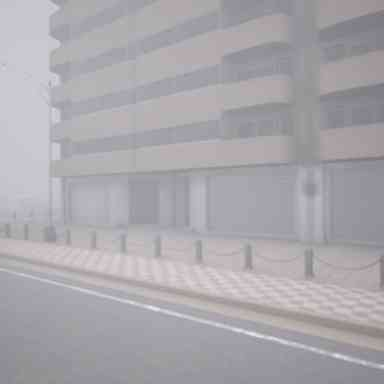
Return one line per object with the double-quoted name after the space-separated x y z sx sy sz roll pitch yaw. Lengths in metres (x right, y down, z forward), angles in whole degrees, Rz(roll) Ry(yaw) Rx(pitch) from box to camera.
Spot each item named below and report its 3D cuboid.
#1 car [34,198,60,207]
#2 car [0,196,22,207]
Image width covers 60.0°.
-29.963 2.166 69.320 1.970 1.475 3.806 -1 0 35 "car"
-43.831 2.111 78.978 1.932 1.855 4.605 -1 0 35 "car"
